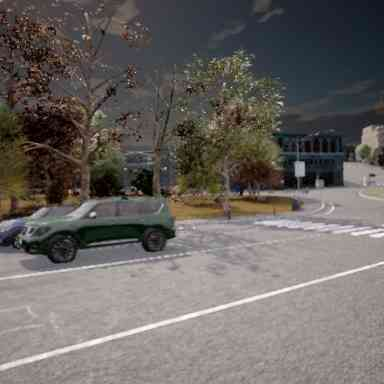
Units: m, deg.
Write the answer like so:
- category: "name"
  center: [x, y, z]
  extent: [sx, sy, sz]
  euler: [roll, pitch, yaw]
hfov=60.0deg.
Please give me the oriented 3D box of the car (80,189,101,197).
- category: "car"
  center: [-23.838, 0.245, 78.202]
  extent: [2.097, 1.535, 5.008]
  euler: [0, 3, 17]

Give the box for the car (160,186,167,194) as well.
- category: "car"
  center: [-4.754, -0.094, 64.031]
  extent: [2.435, 2.045, 5.566]
  euler: [-2, 2, 16]

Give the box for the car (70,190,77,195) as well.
- category: "car"
  center: [-26.210, 0.089, 79.982]
  extent: [2.185, 1.767, 4.553]
  euler: [-1, 2, 18]

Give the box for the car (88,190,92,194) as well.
- category: "car"
  center: [-21.487, 0.273, 76.388]
  extent: [2.231, 1.521, 4.892]
  euler: [-1, 2, 17]

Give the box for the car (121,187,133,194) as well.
- category: "car"
  center: [-11.963, 0.016, 69.278]
  extent: [2.435, 2.045, 5.566]
  euler: [-2, 2, 16]

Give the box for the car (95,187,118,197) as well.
- category: "car"
  center: [-19.121, 0.036, 74.556]
  extent: [2.435, 2.045, 5.566]
  euler: [0, 2, 17]

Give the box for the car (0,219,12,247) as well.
- category: "car"
  center: [-6.013, 1.358, 14.466]
  extent: [4.553, 1.767, 2.097]
  euler: [0, 0, -36]

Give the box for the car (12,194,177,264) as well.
- category: "car"
  center: [-3.198, 1.225, 12.192]
  extent: [5.566, 2.045, 2.150]
  euler: [0, 0, -36]

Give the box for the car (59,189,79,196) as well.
- category: "car"
  center: [-30.872, 0.145, 83.674]
  extent: [2.097, 1.535, 5.008]
  euler: [0, 3, 18]
